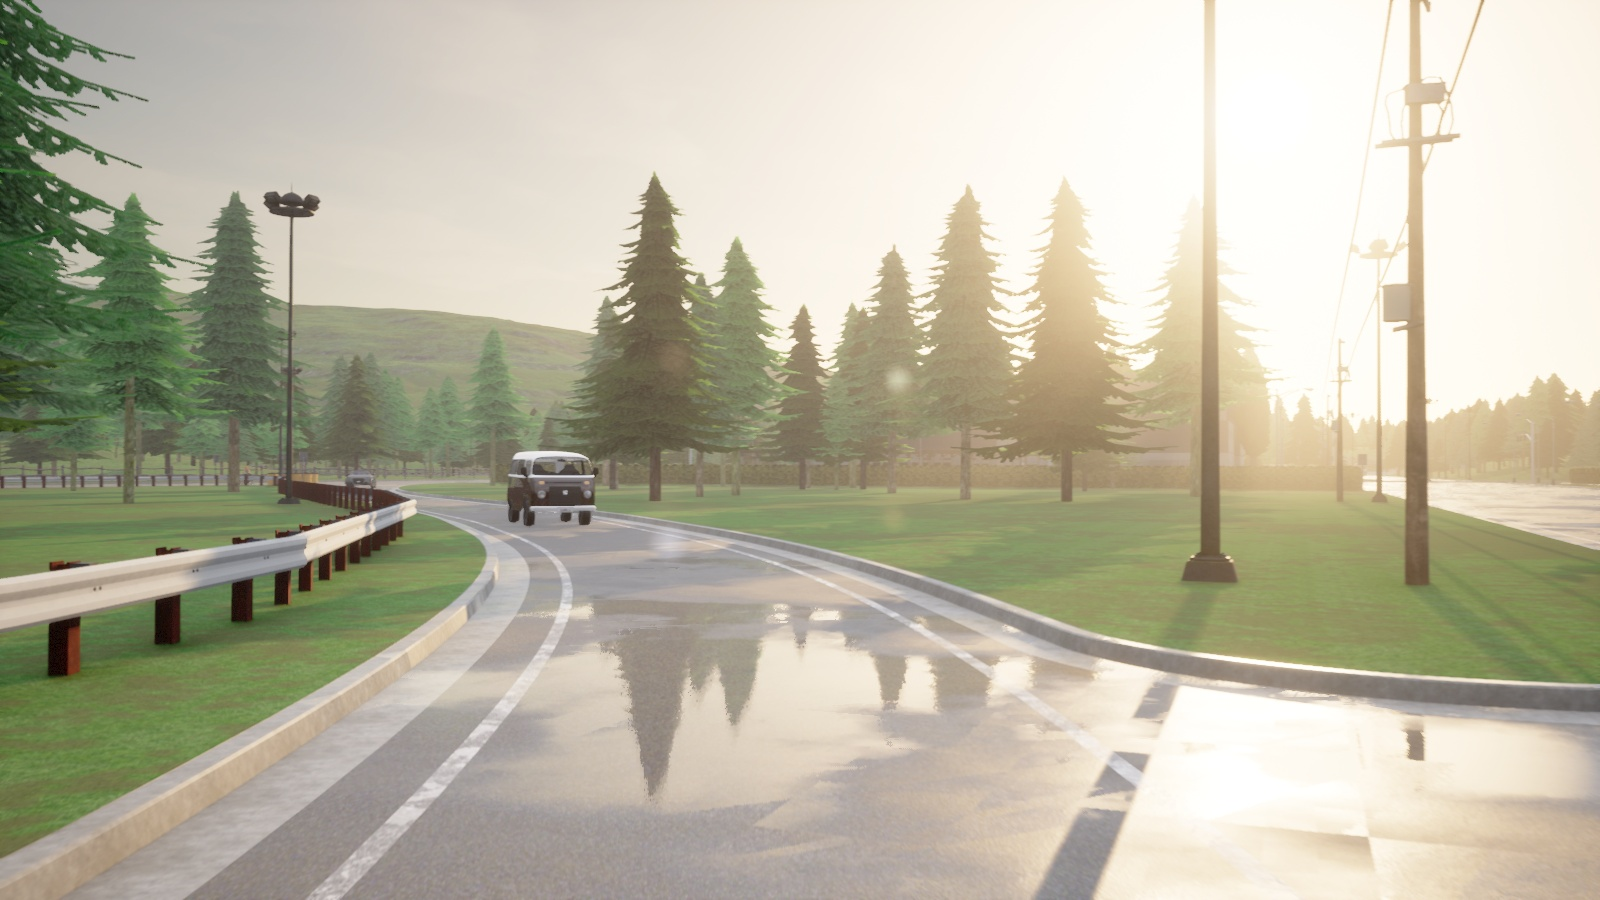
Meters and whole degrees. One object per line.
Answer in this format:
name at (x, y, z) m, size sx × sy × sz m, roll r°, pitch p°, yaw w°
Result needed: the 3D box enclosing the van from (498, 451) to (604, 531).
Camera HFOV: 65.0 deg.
van at (-6.950, 1.091, 34.724) m, size 2.069 × 2.038 × 4.480 m, roll 0°, pitch -1°, yaw -22°
